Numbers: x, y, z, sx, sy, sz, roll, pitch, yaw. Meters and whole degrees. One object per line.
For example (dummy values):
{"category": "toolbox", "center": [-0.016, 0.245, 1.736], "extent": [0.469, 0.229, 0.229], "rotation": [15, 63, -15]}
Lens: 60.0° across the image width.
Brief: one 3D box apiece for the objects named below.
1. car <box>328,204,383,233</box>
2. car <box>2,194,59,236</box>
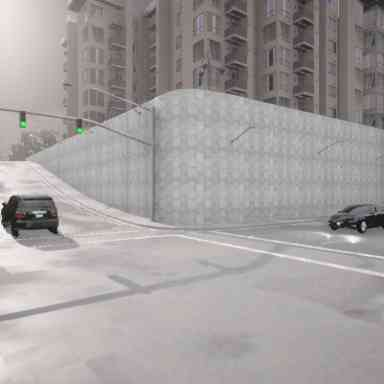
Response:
{"category": "car", "center": [10.066, 1.504, 19.780], "extent": [4.892, 1.490, 1.837], "rotation": [0, 0, -36]}
{"category": "car", "center": [-8.972, 1.124, 18.292], "extent": [2.150, 2.045, 5.566], "rotation": [0, 3, -36]}
